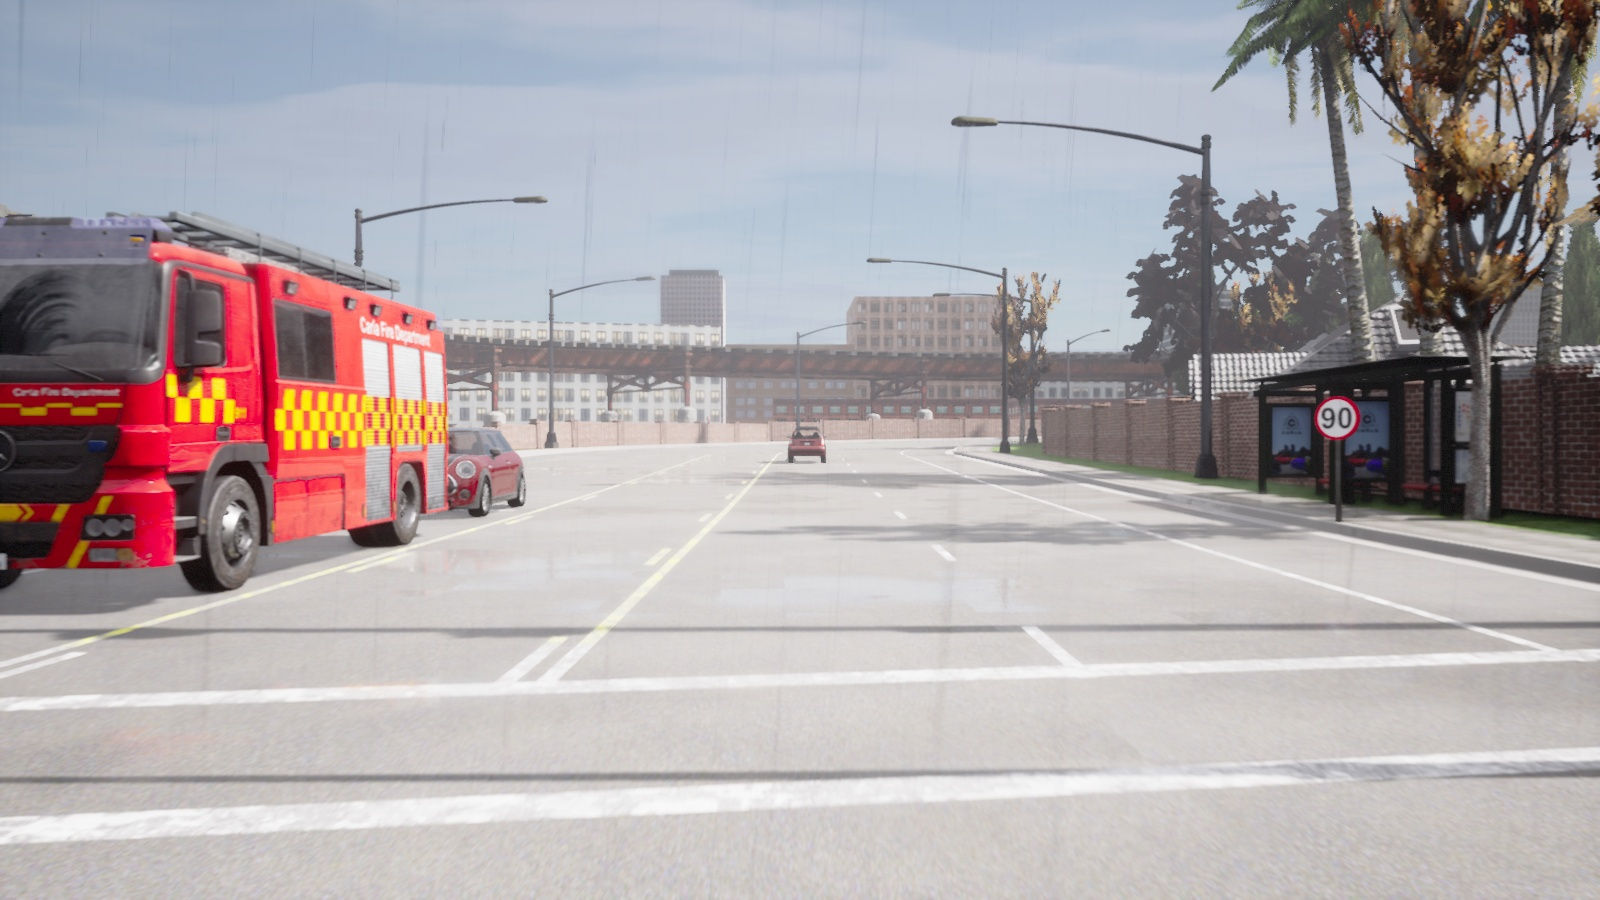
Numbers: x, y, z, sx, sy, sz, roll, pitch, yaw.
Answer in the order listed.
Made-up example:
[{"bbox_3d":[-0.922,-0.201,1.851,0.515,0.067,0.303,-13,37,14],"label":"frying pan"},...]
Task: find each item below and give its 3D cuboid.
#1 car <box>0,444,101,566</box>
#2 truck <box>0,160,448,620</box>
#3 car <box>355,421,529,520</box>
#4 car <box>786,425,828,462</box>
[{"bbox_3d":[-10.411,0.664,14.178,2.033,1.411,5.357,0,1,0],"label":"car"},{"bbox_3d":[-6.874,-0.557,14.734,2.891,3.827,8.468,0,1,2],"label":"truck"},{"bbox_3d":[-6.854,0.333,24.597,2.097,1.767,4.553,0,1,0],"label":"car"},{"bbox_3d":[0.323,-0.319,57.935,1.851,1.617,3.988,0,1,0],"label":"car"}]
